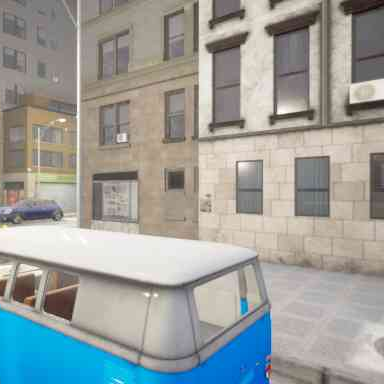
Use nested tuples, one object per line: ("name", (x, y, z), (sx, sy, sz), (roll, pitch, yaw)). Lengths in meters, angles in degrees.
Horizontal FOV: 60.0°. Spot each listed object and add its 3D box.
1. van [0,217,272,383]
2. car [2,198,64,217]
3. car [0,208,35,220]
("van", (-1.147, 1.341, 3.611), (3.998, 1.788, 1.690), (0, 0, 35))
("car", (-11.741, 1.286, 24.025), (2.097, 1.767, 4.553), (0, 0, 35))
("car", (-5.663, 1.315, 6.770), (5.009, 1.841, 2.192), (0, 0, 35))
